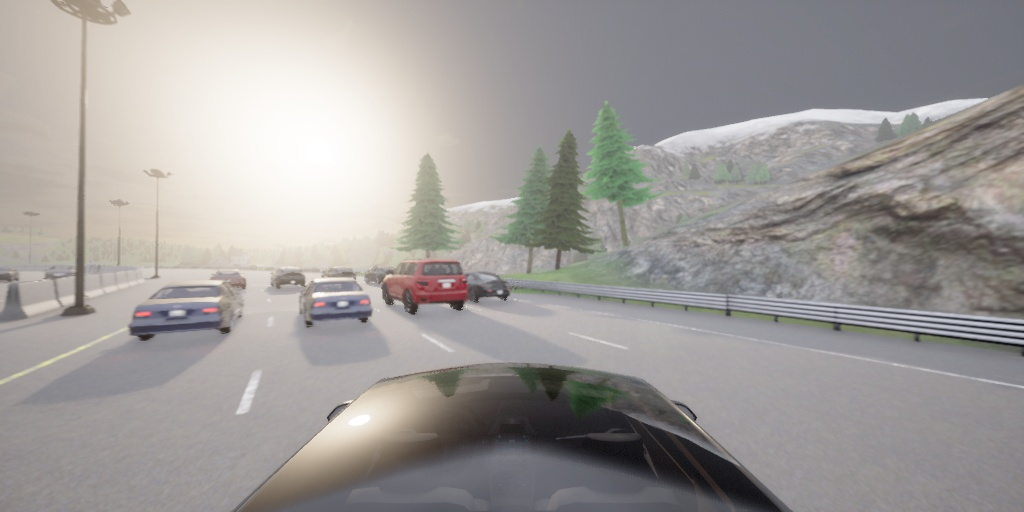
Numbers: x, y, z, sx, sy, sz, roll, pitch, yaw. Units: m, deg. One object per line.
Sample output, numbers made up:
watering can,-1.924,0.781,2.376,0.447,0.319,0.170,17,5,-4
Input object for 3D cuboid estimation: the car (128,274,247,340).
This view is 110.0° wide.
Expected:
car,-9.150,1.411,10.496,2.033,1.411,5.357,1,-1,-32

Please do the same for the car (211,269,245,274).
car,-19.833,1.619,25.080,1.994,1.385,4.181,1,-1,-39

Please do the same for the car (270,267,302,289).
car,-16.784,1.589,26.888,1.837,1.490,4.892,1,-1,-39

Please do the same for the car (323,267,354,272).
car,-14.009,1.621,29.019,1.837,1.490,4.892,1,-1,-39

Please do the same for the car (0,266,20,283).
car,-45.851,1.604,32.022,5.008,1.535,1.882,-1,-1,42

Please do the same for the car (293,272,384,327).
car,-6.163,1.439,12.323,2.033,1.411,5.357,1,-1,-33

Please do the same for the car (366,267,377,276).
car,-11.228,1.653,31.143,1.837,1.490,4.892,1,-1,-39

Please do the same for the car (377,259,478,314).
car,-3.787,1.155,15.088,2.150,2.045,5.566,1,-1,-33

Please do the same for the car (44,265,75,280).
car,-44.159,1.665,35.205,4.902,1.511,2.128,-1,-1,42

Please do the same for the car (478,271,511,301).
car,-1.829,1.505,18.424,1.812,1.442,4.674,1,-1,-34
